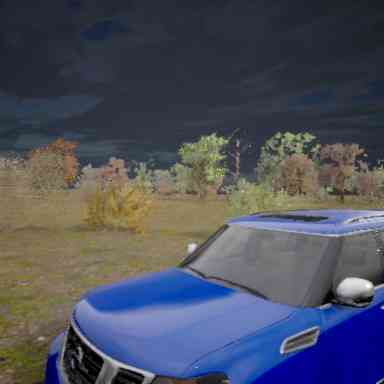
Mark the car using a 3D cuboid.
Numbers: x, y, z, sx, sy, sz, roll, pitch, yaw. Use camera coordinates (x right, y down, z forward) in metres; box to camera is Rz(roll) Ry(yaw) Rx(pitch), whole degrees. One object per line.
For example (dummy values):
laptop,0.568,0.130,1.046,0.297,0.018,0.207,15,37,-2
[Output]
car,1.313,1.265,4.011,5.566,2.045,2.150,1,-1,-36
